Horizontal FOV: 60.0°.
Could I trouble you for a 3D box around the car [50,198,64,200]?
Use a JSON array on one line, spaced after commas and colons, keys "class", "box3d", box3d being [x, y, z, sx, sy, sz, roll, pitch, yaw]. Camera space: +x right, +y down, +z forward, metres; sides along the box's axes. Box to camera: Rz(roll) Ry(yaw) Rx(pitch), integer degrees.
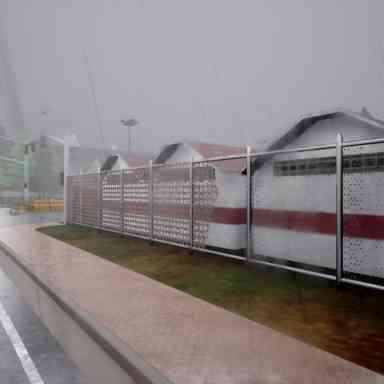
[{"class": "car", "box3d": [-17.244, 1.505, 42.245, 4.892, 1.490, 1.837, 0, 0, -39]}]
